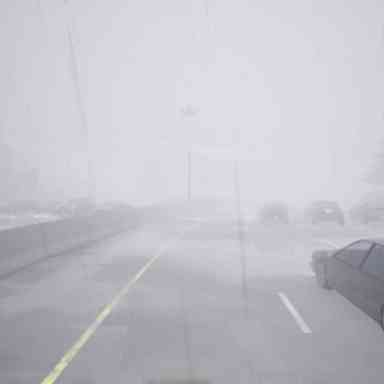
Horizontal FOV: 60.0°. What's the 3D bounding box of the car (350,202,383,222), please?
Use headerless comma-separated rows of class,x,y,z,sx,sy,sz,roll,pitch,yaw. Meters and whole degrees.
car,13.178,1.518,24.617,2.128,1.511,4.902,0,0,11

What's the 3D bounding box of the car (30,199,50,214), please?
car,-13.746,1.496,33.424,1.994,1.385,4.181,0,0,13

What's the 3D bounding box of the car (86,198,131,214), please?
car,-7.248,1.502,30.656,2.033,1.411,5.357,0,0,12

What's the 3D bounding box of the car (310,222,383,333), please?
car,3.811,1.556,6.034,2.033,1.411,5.357,0,0,3

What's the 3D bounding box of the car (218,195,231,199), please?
car,6.784,1.471,69.636,1.837,1.490,4.892,0,0,28

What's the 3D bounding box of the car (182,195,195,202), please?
car,0.323,1.427,72.376,1.882,1.535,5.008,0,0,26

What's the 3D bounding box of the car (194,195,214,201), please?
car,2.809,1.548,69.511,1.895,1.301,4.718,0,0,26

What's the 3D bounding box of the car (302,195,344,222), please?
car,9.598,1.367,24.502,2.097,1.767,4.553,0,0,11

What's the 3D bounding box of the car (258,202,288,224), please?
car,6.120,1.508,24.989,1.837,1.490,4.892,0,0,11

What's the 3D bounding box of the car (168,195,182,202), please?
car,-3.475,1.413,72.603,1.882,1.535,5.008,0,0,26

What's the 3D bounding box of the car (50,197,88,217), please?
car,-10.678,1.295,31.077,2.097,1.767,4.553,0,0,12

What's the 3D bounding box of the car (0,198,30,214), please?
car,-17.240,1.426,33.820,1.837,1.490,4.892,0,0,13
